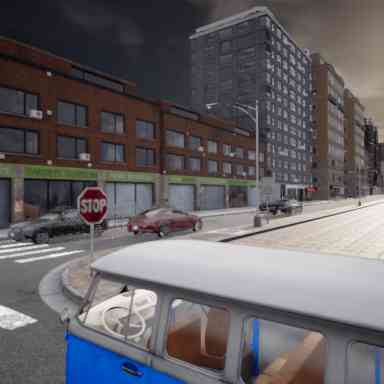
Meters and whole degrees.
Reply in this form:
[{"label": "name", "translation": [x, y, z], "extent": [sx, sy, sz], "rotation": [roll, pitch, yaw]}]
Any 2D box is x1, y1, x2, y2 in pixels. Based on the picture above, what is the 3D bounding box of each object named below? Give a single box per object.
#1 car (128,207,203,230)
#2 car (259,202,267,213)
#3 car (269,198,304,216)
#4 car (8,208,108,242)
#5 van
[{"label": "car", "translation": [-1.295, 1.490, 17.346], "extent": [1.812, 1.442, 4.674], "rotation": [0, 0, 35]}, {"label": "car", "translation": [8.836, 1.443, 36.509], "extent": [1.882, 1.535, 5.008], "rotation": [0, 0, 36]}, {"label": "car", "translation": [9.351, 1.458, 32.180], "extent": [1.837, 1.490, 4.892], "rotation": [0, 0, 36]}, {"label": "car", "translation": [-6.098, 1.509, 15.691], "extent": [1.812, 1.442, 4.674], "rotation": [0, 0, 36]}, {"label": "van", "translation": [0.778, 1.341, 2.261], "extent": [3.998, 1.788, 1.690], "rotation": [0, 0, 36]}]
